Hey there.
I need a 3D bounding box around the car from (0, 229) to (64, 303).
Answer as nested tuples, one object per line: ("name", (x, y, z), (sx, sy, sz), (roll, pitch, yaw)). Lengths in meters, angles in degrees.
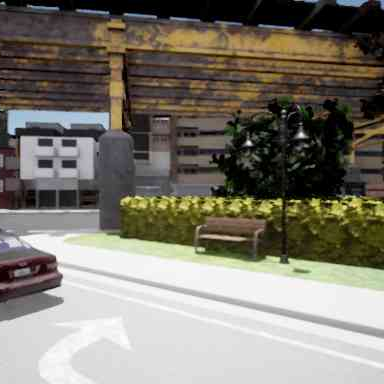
("car", (-5.204, 1.550, 7.690), (5.357, 1.411, 2.033), (0, 0, 36))
